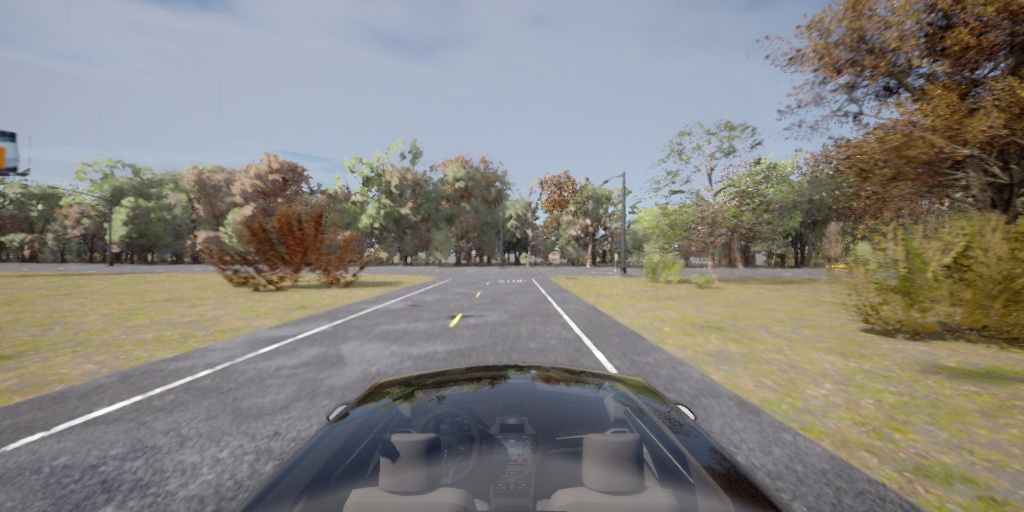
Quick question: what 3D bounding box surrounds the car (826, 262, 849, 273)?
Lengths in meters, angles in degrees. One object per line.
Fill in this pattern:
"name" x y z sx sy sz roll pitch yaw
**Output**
"car" 44.453 1.472 47.400 5.008 1.535 1.882 -1 0 0
